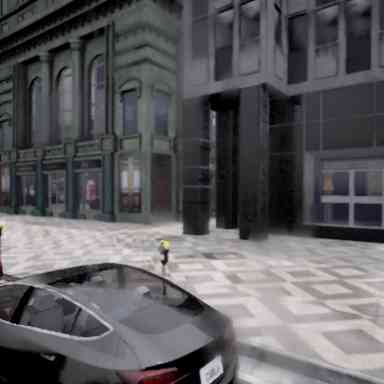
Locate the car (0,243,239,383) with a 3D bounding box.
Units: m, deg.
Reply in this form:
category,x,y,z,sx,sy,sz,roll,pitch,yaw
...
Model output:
category,x,y,z,sx,sy,sz,roll,pitch,yaw
car,-1.524,1.561,4.048,4.313,1.339,1.947,0,0,36
